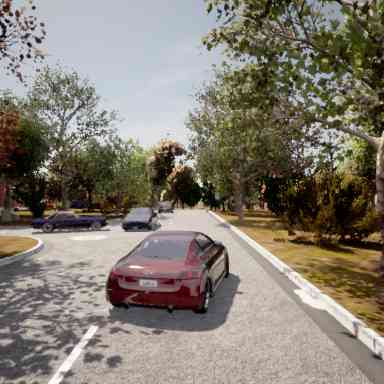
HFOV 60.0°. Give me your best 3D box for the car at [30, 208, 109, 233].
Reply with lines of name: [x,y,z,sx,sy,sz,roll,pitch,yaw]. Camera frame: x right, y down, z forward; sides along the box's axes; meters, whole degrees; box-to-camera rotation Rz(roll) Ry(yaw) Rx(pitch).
car: [-7.901,1.921,21.809,4.718,1.301,1.895,0,-2,-17]

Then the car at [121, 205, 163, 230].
car: [-3.407,1.800,22.656,2.033,1.411,5.357,-1,-1,0]

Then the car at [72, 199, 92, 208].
car: [-18.559,2.213,59.495,5.566,2.045,2.150,0,-2,-2]

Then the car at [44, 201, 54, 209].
car: [-27.873,2.483,63.360,4.553,1.767,2.097,0,-2,9]

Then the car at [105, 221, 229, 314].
car: [-0.306,1.588,7.817,1.994,1.385,4.181,0,0,13]

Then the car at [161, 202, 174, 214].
car: [-3.411,2.111,44.565,2.128,1.511,4.902,0,-1,-1]
